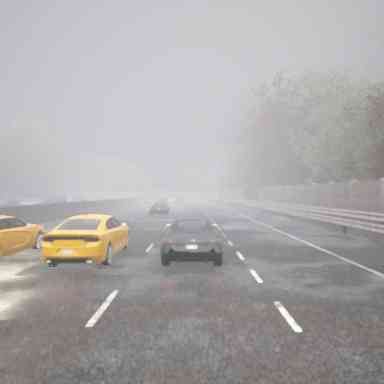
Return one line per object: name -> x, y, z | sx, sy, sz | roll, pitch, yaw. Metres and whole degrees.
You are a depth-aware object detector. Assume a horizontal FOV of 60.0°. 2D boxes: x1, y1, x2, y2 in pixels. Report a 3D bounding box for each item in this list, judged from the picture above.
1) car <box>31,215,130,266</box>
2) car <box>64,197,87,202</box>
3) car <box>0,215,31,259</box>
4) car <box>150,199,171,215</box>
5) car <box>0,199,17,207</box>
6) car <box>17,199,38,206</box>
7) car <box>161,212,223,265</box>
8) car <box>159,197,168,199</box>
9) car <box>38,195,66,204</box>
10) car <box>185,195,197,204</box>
car -> -3.500, 1.541, 11.823 | 1.882, 1.535, 5.008 | 0, 0, 0
car -> -17.553, 1.749, 51.553 | 1.882, 1.535, 5.008 | 0, 0, 1
car -> -7.004, 1.540, 11.703 | 1.882, 1.535, 5.008 | 0, 0, 0
car -> -3.507, 1.759, 37.015 | 1.994, 1.385, 4.181 | 0, 0, 0
car -> -28.034, 1.812, 50.290 | 2.033, 1.411, 5.357 | 0, 0, 1
car -> -24.542, 1.798, 51.537 | 1.812, 1.442, 4.674 | 0, 0, 1
car -> -0.001, 1.627, 11.929 | 1.994, 1.385, 4.181 | 0, 0, 0
car -> -7.018, 1.904, 80.938 | 1.882, 1.535, 5.008 | 0, 0, 0
car -> -21.046, 1.485, 51.318 | 2.150, 2.045, 5.566 | 0, 0, 1
car -> -0.016, 1.898, 71.081 | 1.812, 1.442, 4.674 | 0, 0, 0
